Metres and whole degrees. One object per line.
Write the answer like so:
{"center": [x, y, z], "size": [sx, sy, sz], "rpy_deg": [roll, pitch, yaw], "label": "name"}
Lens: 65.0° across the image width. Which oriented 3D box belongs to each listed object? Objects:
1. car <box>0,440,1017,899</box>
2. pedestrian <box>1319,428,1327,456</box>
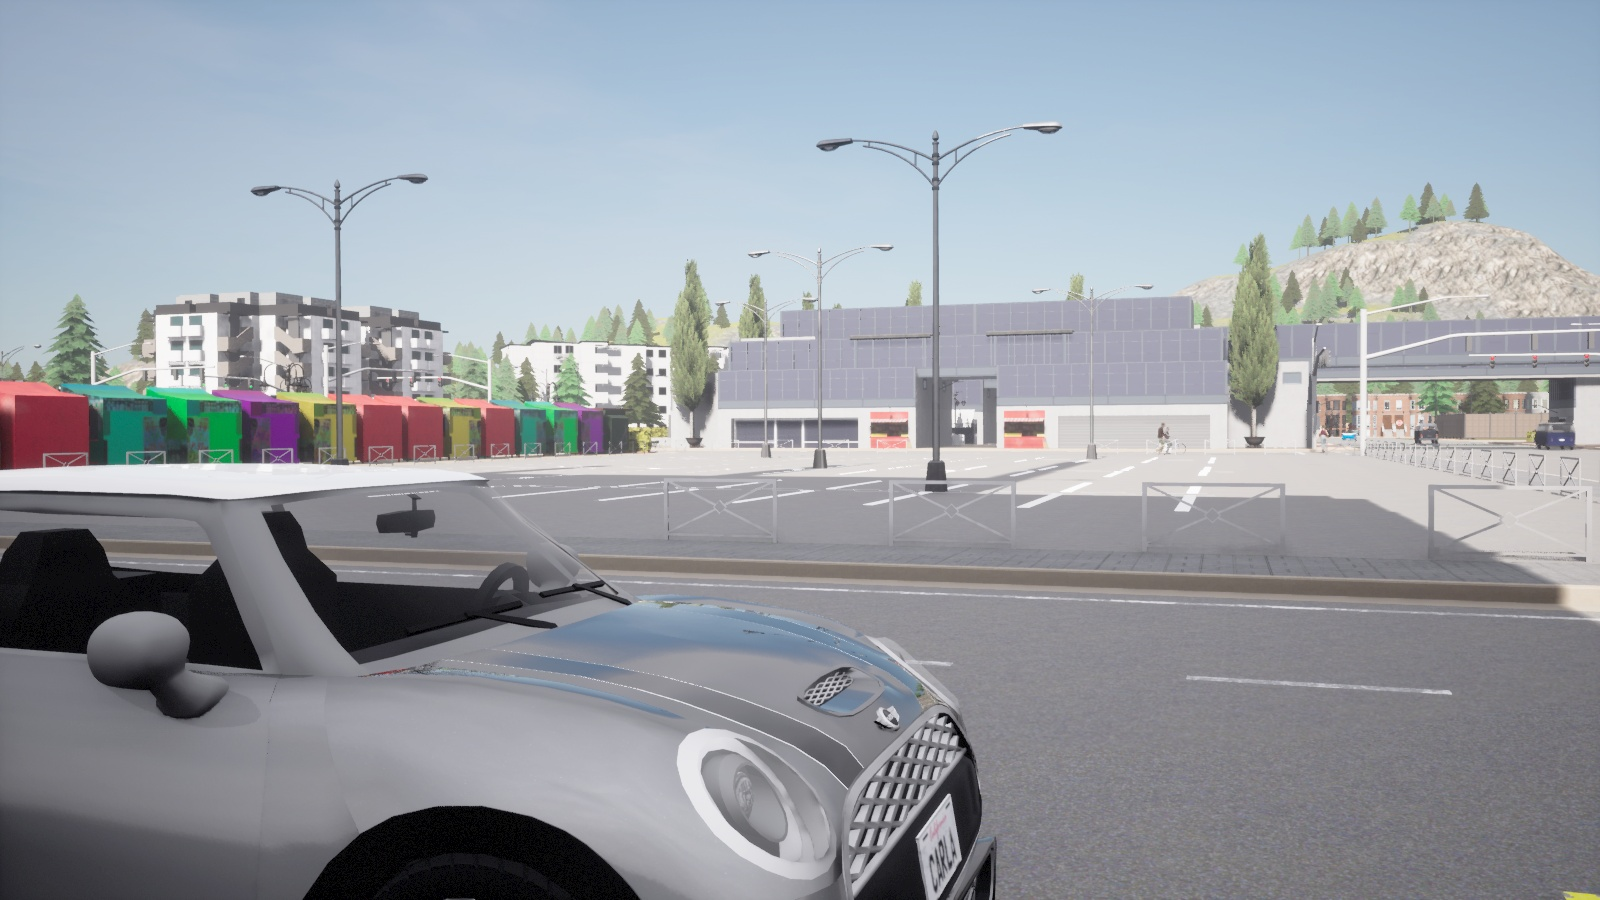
{"center": [-1.428, 0.728, 3.672], "size": [3.806, 1.475, 1.970], "rpy_deg": [1, 1, 18], "label": "car"}
{"center": [33.730, -0.509, 80.979], "size": [0.345, 1.836, 0.594], "rpy_deg": [0, 1, 11], "label": "pedestrian"}
